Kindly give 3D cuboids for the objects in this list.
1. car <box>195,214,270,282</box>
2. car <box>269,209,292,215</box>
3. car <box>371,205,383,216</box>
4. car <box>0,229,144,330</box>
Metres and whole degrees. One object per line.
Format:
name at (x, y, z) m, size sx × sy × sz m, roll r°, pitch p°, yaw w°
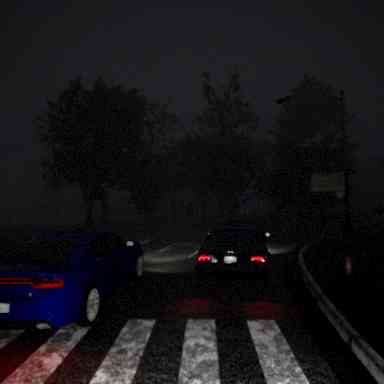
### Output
car at (1.332, 1.596, 9.936) m, size 2.033 × 1.411 × 5.357 m, roll -1°, pitch -1°, yaw 11°
car at (18.460, 4.254, 69.673) m, size 4.892 × 1.490 × 1.837 m, roll -4°, pitch -6°, yaw 40°
car at (25.406, 2.473, 44.176) m, size 1.837 × 1.490 × 4.892 m, roll 0°, pitch -3°, yaw 11°
car at (-2.459, 1.536, 7.243) m, size 1.882 × 1.535 × 5.008 m, roll -1°, pitch -1°, yaw 7°
